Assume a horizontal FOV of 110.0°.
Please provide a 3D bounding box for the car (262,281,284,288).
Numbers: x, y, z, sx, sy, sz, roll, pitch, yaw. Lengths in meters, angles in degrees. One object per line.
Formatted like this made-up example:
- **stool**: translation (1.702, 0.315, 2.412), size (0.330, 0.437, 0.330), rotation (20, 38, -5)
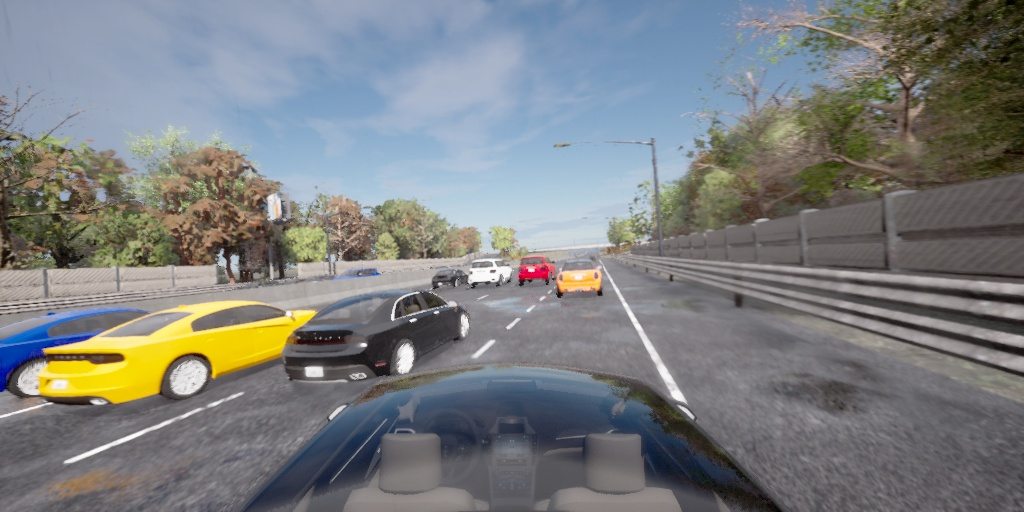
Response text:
- **car**: translation (-21.323, 3.004, 35.239), size (1.837, 1.490, 4.892), rotation (-4, -1, 13)

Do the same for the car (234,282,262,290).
- **car**: translation (-24.906, 3.256, 35.233), size (1.837, 1.490, 4.892), rotation (-4, 0, 13)

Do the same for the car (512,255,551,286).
- **car**: translation (1.907, 1.004, 26.493), size (2.150, 2.045, 5.566), rotation (-4, 0, 13)

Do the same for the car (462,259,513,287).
- **car**: translation (-1.506, 1.252, 27.227), size (2.150, 2.045, 5.566), rotation (-4, 0, 13)

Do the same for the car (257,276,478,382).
- **car**: translation (-2.432, 1.466, 7.739), size (1.837, 1.490, 4.892), rotation (-4, 0, 13)

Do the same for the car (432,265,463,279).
- **car**: translation (-4.729, 1.776, 28.680), size (1.837, 1.490, 4.892), rotation (-4, 0, 13)

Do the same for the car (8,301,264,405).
- **car**: translation (-6.040, 1.695, 7.640), size (1.882, 1.535, 5.008), rotation (-4, 0, 13)

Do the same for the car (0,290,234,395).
- **car**: translation (-9.459, 1.943, 8.350), size (1.882, 1.535, 5.008), rotation (-4, 0, 13)

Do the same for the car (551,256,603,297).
- **car**: translation (3.469, 0.965, 18.186), size (2.097, 1.767, 4.553), rotation (-4, 0, 13)

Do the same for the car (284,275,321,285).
- **car**: translation (-18.179, 2.612, 33.391), size (2.097, 1.767, 4.553), rotation (-4, 0, 13)

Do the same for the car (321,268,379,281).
- **car**: translation (-14.587, 2.226, 33.481), size (2.150, 2.045, 5.566), rotation (-4, 0, 13)
